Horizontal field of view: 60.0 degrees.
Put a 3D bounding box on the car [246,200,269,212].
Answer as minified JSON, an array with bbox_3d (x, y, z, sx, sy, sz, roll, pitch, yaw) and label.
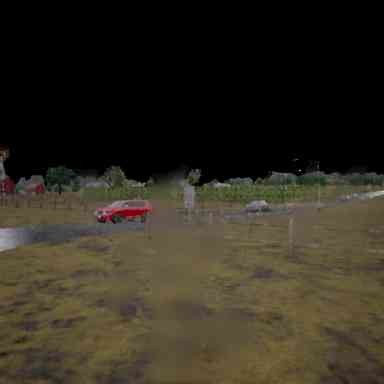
[{"bbox_3d":[9.999,2.093,51.011,2.097,1.767,4.553,-1,0,36],"label":"car"}]

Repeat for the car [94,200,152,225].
[{"bbox_3d":[-5.896,1.700,29.220,2.150,2.045,5.566,-1,-2,36],"label":"car"}]

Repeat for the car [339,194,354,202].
[{"bbox_3d":[39.355,1.547,85.444,2.097,1.767,4.553,-1,0,36],"label":"car"}]
